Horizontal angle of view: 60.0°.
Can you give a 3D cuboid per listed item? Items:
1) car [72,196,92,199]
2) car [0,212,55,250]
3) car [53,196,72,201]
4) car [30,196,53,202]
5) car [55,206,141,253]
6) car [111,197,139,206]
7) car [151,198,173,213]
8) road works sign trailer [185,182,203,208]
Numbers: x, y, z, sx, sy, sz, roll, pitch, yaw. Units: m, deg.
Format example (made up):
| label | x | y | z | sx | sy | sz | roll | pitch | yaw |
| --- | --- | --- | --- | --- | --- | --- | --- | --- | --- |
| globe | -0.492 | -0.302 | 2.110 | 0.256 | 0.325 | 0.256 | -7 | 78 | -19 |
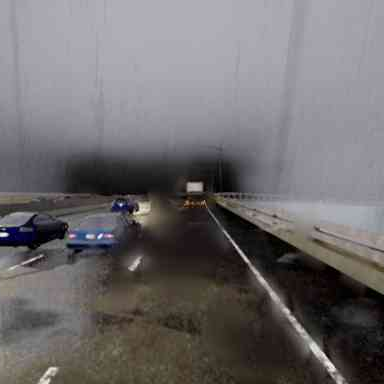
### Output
| label | x | y | z | sx | sy | sz | roll | pitch | yaw |
| --- | --- | --- | --- | --- | --- | --- | --- | --- | --- |
| car | -17.025 | 1.380 | 53.356 | 1.812 | 1.442 | 4.674 | 0 | 0 | 2 |
| car | -6.856 | 1.526 | 14.153 | 1.994 | 1.385 | 4.181 | 0 | 0 | 0 |
| car | -20.491 | 1.328 | 54.876 | 1.882 | 1.535 | 5.008 | 0 | 0 | 2 |
| car | -24.009 | 1.402 | 53.469 | 2.033 | 1.411 | 5.357 | 0 | 0 | 2 |
| car | -3.362 | 1.511 | 13.545 | 2.033 | 1.411 | 5.357 | 0 | 0 | 0 |
| car | -6.685 | 1.262 | 33.578 | 2.097 | 1.767 | 4.553 | 0 | 0 | 1 |
| car | -3.160 | 1.382 | 35.579 | 1.882 | 1.535 | 5.008 | 0 | 0 | 1 |
| road works sign trailer | 0.400 | 0.336 | 46.733 | 2.380 | 3.560 | 2.880 | 0 | 0 | 1 |
